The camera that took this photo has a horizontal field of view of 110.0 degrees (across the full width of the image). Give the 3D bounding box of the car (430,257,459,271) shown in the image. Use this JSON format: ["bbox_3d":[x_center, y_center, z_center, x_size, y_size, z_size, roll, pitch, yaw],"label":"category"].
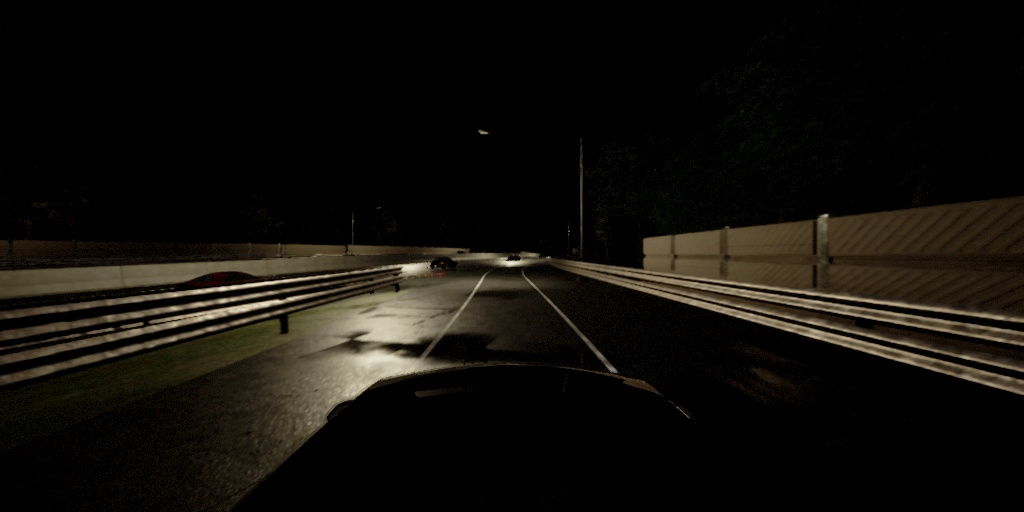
[{"bbox_3d":[-7.617,0.865,40.518,1.812,1.442,4.674,0,1,15],"label":"car"}]

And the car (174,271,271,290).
[{"bbox_3d":[-13.590,1.472,17.484,1.812,1.442,4.674,0,2,15],"label":"car"}]
